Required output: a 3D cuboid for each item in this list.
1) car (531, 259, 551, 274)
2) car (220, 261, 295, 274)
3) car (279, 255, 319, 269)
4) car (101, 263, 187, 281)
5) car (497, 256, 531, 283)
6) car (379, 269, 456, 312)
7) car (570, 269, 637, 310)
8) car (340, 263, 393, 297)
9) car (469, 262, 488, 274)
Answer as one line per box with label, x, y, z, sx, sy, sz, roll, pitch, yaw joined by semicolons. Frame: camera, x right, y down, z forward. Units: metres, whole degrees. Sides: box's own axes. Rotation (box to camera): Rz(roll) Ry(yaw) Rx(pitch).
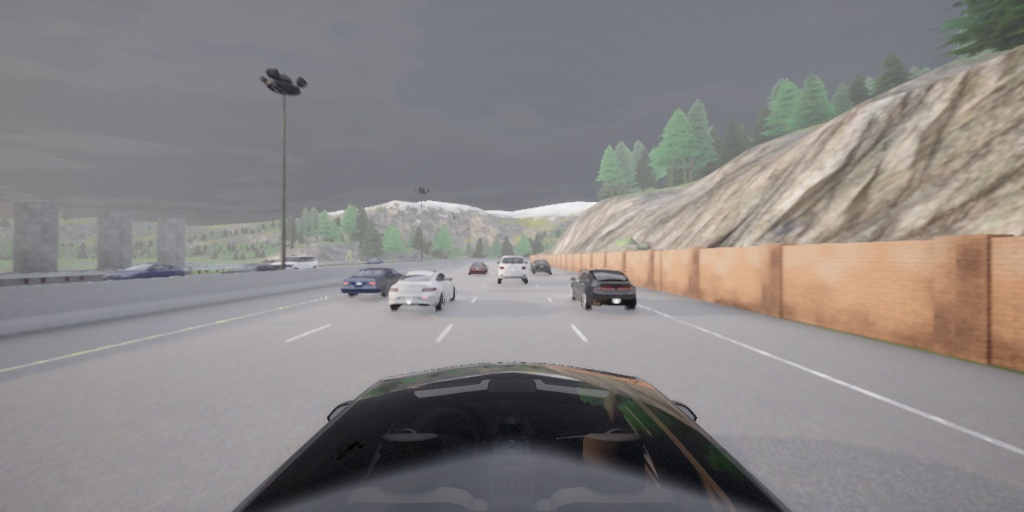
car;3.199;1.152;41.199;2.097;1.767;4.553;0;0;-1
car;-17.655;1.259;24.579;2.033;1.411;5.357;0;0;-1
car;-21.353;0.933;35.528;2.150;2.045;5.566;0;0;-1
car;-24.624;1.214;24.265;1.812;1.442;4.674;0;0;0
car;0.013;0.999;28.244;2.150;2.045;5.566;0;0;-1
car;-3.417;1.276;14.199;1.812;1.442;4.674;0;0;0
car;3.587;1.281;14.729;1.837;1.490;4.892;0;0;0
car;-6.907;1.291;18.662;2.033;1.411;5.357;0;0;0
car;-3.794;1.341;41.032;1.994;1.385;4.181;0;0;-1
